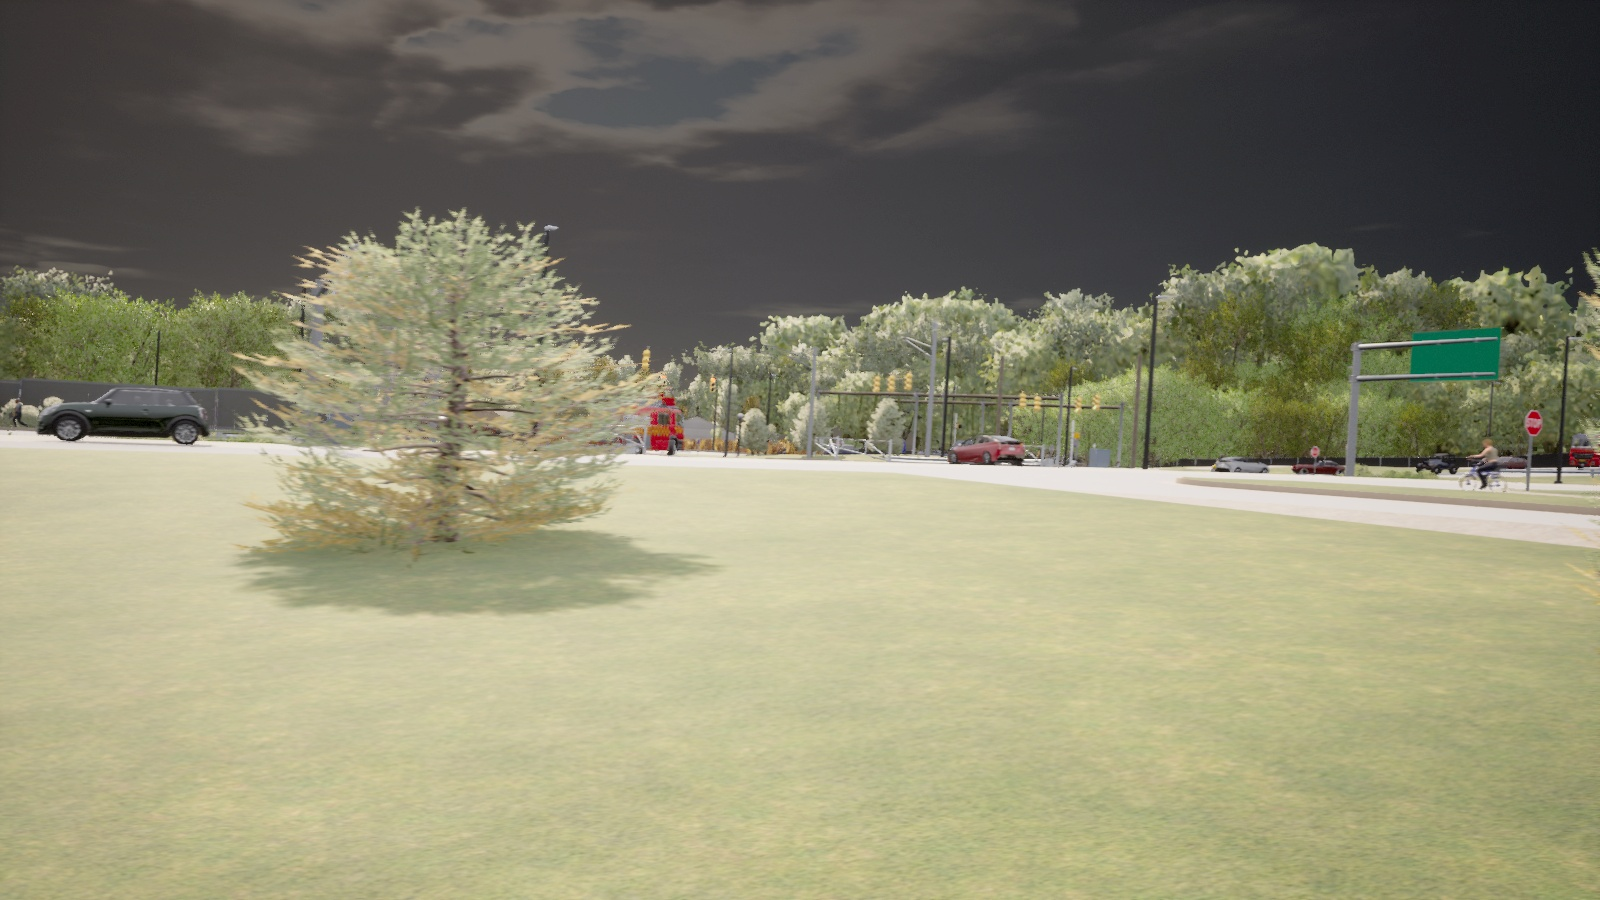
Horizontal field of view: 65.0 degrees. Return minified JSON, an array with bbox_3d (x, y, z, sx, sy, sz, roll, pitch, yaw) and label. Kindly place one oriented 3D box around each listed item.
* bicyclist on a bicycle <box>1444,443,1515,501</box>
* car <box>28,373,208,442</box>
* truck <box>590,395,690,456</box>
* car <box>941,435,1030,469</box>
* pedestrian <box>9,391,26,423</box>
[{"bbox_3d":[19.896,0.635,36.787,0.866,1.612,1.509,4,0,-25],"label":"bicyclist on a bicycle"},{"bbox_3d":[-20.210,-1.241,37.463,4.553,1.767,2.097,2,1,-25],"label":"car"},{"bbox_3d":[-11.015,-1.609,87.427,2.891,3.827,8.468,3,0,22],"label":"truck"},{"bbox_3d":[8.831,0.111,60.044,2.007,1.525,4.514,2,-1,-25],"label":"car"},{"bbox_3d":[-46.109,-2.512,73.992,0.694,1.848,0.540,4,0,-25],"label":"pedestrian"}]
